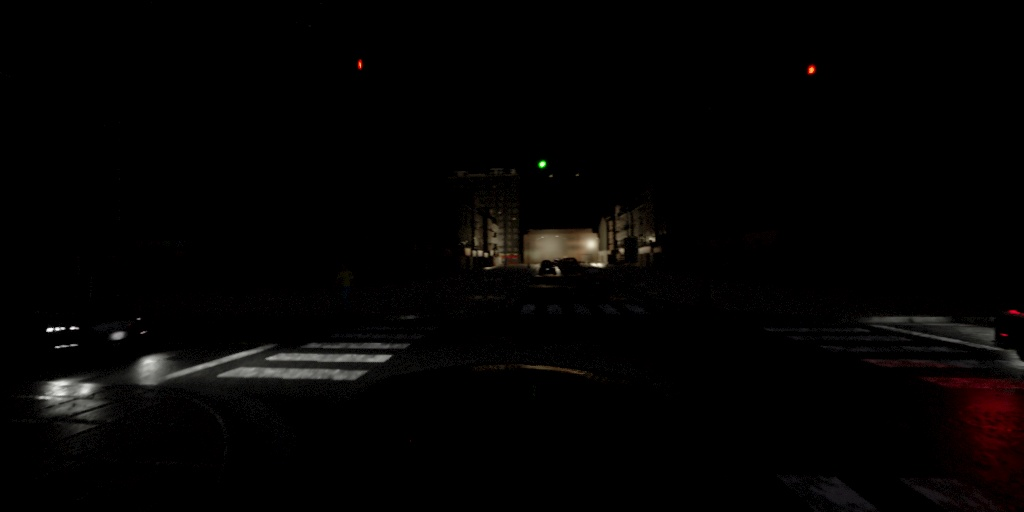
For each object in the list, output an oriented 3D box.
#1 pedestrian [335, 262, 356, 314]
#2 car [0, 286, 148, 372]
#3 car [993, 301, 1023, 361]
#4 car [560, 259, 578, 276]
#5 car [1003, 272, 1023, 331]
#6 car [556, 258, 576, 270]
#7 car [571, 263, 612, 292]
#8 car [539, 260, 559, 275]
[{"bbox_3d":[-5.726,1.053,12.391,0.375,1.860,0.375,-1,-1,5],"label":"pedestrian"},{"bbox_3d":[-10.474,1.399,7.547,4.902,1.511,2.128,-1,-1,5],"label":"car"},{"bbox_3d":[10.230,1.084,5.148,4.902,1.511,2.128,-1,-1,1],"label":"car"},{"bbox_3d":[6.258,1.349,37.258,1.888,1.381,4.507,0,0,5],"label":"car"},{"bbox_3d":[15.026,1.096,8.165,4.674,1.442,1.812,-1,-1,7],"label":"car"},{"bbox_3d":[6.774,1.139,42.671,2.192,1.841,5.009,0,0,5],"label":"car"},{"bbox_3d":[4.710,1.296,21.020,1.888,1.381,4.507,0,0,5],"label":"car"},{"bbox_3d":[4.065,1.423,41.118,1.994,1.385,4.181,-1,0,5],"label":"car"}]
